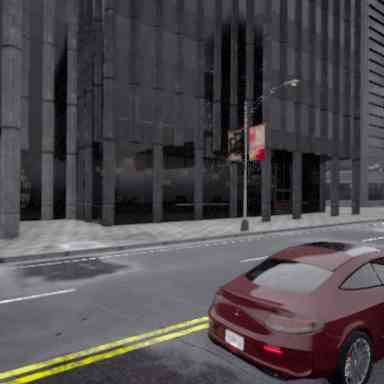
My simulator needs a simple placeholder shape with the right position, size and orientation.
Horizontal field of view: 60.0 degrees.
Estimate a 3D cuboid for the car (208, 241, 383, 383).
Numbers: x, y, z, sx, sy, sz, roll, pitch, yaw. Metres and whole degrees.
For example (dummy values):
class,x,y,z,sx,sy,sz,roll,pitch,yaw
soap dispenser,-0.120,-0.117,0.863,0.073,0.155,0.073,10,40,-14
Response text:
class,x,y,z,sx,sy,sz,roll,pitch,yaw
car,2.369,1.517,5.152,4.674,1.442,1.812,0,0,-35
